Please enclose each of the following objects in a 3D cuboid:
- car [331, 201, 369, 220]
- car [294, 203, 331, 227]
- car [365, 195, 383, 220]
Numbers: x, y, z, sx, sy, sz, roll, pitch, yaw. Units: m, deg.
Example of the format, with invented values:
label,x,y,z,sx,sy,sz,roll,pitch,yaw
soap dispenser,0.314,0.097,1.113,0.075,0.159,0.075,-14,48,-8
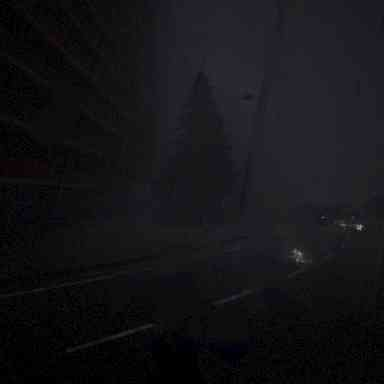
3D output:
label,x,y,z,sx,sy,sz,roll,pitch,yaw
car,13.086,1.630,28.983,2.033,1.411,5.357,0,0,7
car,8.468,1.581,23.872,1.837,1.490,4.892,0,0,15
car,16.780,1.291,29.138,2.150,2.045,5.566,0,0,7
